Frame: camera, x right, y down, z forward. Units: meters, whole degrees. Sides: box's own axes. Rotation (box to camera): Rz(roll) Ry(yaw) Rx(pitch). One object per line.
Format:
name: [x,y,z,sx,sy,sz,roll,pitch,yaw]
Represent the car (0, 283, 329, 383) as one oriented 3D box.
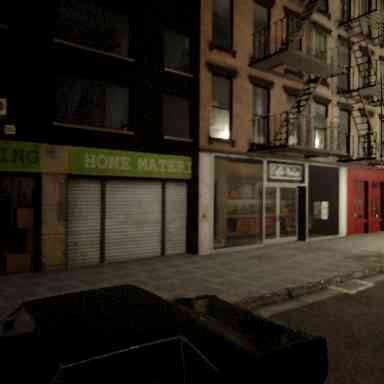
car: [-1.065,1.605,2.617,4.718,1.301,1.895,0,0,-36]
